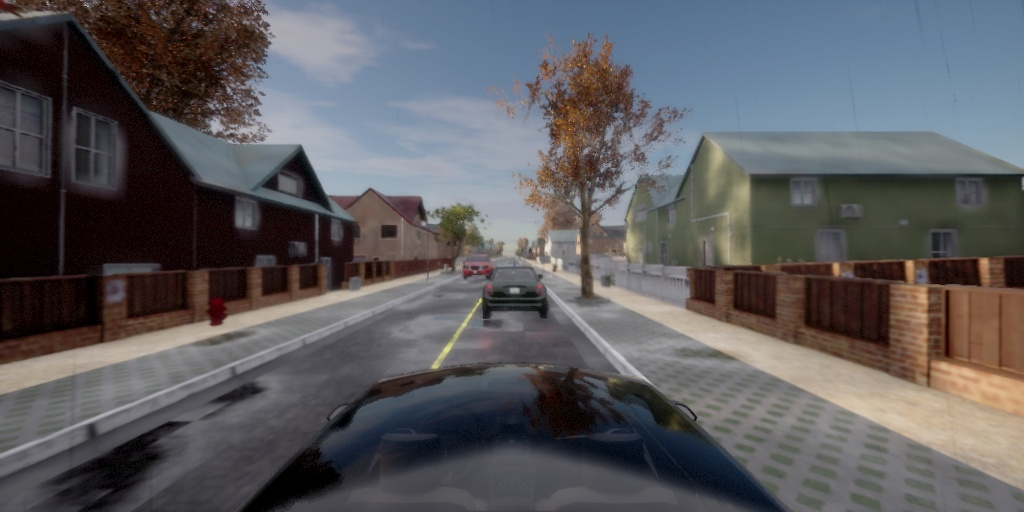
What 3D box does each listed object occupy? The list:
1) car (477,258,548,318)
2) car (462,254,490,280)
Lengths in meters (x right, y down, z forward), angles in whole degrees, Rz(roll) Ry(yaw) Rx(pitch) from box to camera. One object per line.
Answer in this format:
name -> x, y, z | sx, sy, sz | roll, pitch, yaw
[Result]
car -> 0.093, 1.062, 13.004 | 2.097, 1.767, 4.553 | 0, 0, 0
car -> -2.843, 0.868, 30.512 | 2.150, 2.045, 5.566 | 0, 0, 0
